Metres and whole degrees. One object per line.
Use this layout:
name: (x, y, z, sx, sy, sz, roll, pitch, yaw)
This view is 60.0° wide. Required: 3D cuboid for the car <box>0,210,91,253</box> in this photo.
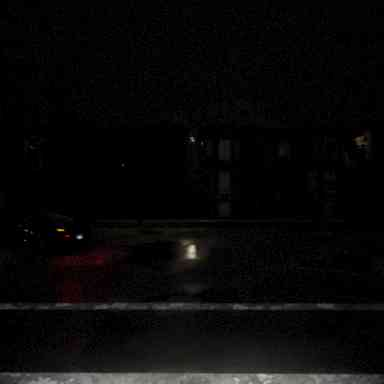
car: (-6.045, 1.423, 13.115, 4.674, 1.442, 1.812, 0, 0, 30)
